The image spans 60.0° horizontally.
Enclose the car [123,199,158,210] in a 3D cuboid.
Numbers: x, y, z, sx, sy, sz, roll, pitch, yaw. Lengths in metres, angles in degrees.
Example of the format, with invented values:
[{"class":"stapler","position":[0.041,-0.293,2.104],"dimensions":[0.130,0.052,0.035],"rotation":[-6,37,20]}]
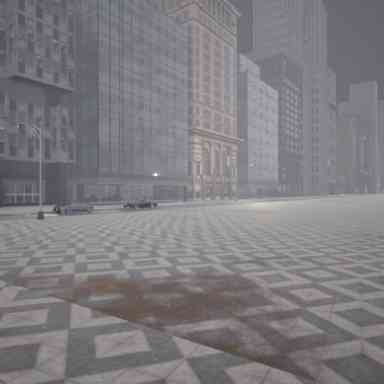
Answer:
[{"class":"car","position":[-6.688,1.598,43.272],"dimensions":[1.895,1.301,4.718],"rotation":[0,0,36]}]

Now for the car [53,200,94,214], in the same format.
[{"class":"car","position":[-12.460,1.575,35.163],"dimensions":[1.994,1.385,4.181],"rotation":[0,0,37]}]
